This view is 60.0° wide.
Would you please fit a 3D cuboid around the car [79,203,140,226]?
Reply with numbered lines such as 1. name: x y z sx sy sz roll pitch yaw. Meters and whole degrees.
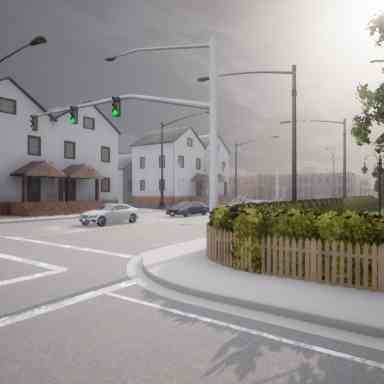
1. car: -5.699 1.526 23.451 1.812 1.442 4.674 0 0 35

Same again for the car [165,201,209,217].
1. car: -0.210 1.547 31.400 2.033 1.411 5.357 0 0 35

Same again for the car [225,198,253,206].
1. car: 5.668 1.491 39.888 2.128 1.511 4.902 0 0 35
